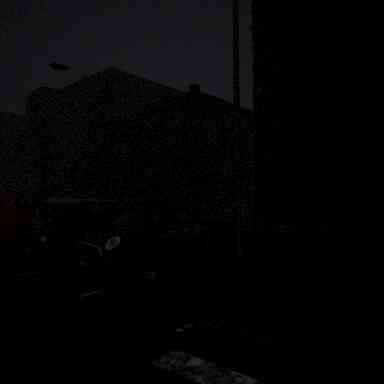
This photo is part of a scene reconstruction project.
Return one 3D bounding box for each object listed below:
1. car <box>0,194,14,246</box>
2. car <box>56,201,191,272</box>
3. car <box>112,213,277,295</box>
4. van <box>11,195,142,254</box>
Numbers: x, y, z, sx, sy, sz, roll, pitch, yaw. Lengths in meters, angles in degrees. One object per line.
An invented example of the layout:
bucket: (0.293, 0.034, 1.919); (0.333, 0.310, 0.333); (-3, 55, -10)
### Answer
car: (-5.850, 1.148, 13.982); (2.435, 2.045, 5.566); (1, 0, 39)
car: (-1.525, 1.320, 10.582); (2.185, 1.767, 4.553); (1, 0, 38)
car: (0.614, 1.468, 8.848); (2.231, 1.521, 4.892); (1, 0, 38)
van: (-3.781, 1.196, 12.173); (1.878, 1.987, 4.442); (1, 0, 38)
